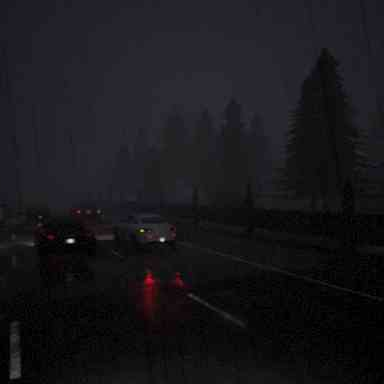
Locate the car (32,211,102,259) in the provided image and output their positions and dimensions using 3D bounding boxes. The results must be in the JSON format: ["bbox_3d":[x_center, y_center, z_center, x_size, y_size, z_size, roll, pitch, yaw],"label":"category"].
[{"bbox_3d":[-5.191,1.707,13.470,1.994,1.385,4.181,0,-1,-28],"label":"car"}]

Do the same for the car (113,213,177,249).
[{"bbox_3d":[-2.272,1.693,15.445,1.812,1.442,4.674,0,0,-28],"label":"car"}]

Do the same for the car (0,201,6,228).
[{"bbox_3d":[-14.918,1.474,24.189,2.150,2.045,5.566,0,0,-28],"label":"car"}]

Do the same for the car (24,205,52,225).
[{"bbox_3d":[-12.612,1.763,27.322,1.882,1.535,5.008,0,0,-28],"label":"car"}]

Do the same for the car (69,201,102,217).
[{"bbox_3d":[-9.148,1.650,28.258,2.097,1.767,4.553,0,-1,-28],"label":"car"}]
